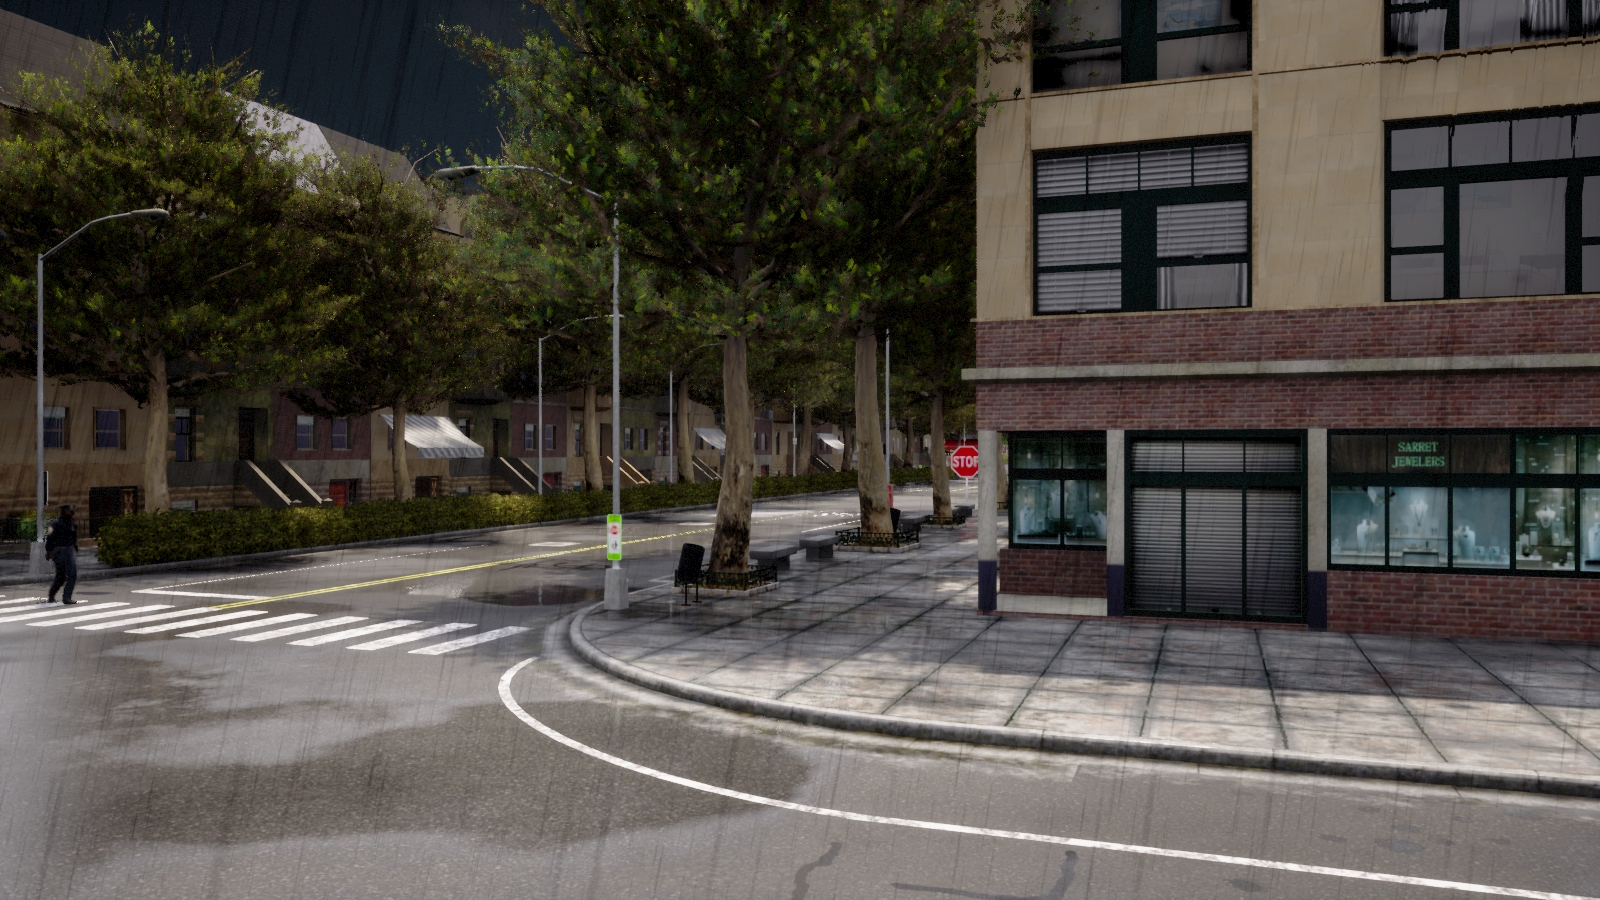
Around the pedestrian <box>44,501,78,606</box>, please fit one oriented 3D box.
[{"bbox_3d":[-13.390,1.857,20.704,0.375,1.860,0.375,0,0,22],"label":"pedestrian"}]

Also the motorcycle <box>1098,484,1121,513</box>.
[{"bbox_3d":[14.096,2.184,52.028,0.856,1.236,1.805,0,0,20],"label":"motorcycle"}]
